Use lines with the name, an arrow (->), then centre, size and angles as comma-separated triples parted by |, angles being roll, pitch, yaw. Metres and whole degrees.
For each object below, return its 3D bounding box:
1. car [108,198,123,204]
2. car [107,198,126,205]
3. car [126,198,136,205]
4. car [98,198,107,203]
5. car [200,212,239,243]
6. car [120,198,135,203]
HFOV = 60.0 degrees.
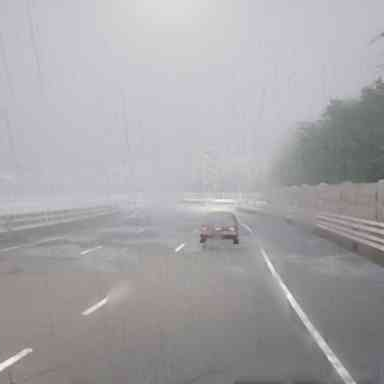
car -> -21.110, 2.412, 91.637 | 2.033, 1.411, 5.357 | 1, -1, -38
car -> -18.552, 2.429, 81.256 | 1.994, 1.385, 4.181 | 0, -1, -33
car -> -15.471, 2.422, 82.914 | 2.128, 1.511, 4.902 | 0, -1, -33
car -> -23.940, 2.400, 89.578 | 1.994, 1.385, 4.181 | 1, -1, -38
car -> 1.469, 1.745, 17.379 | 2.033, 1.411, 5.357 | 0, -1, 7
car -> -18.280, 2.422, 93.697 | 2.128, 1.511, 4.902 | 1, -1, -38
